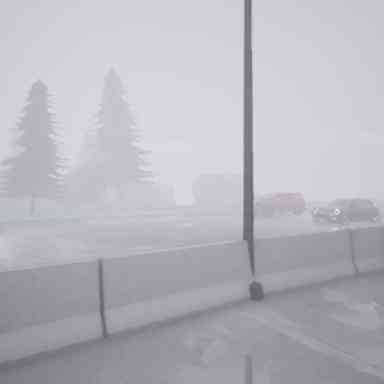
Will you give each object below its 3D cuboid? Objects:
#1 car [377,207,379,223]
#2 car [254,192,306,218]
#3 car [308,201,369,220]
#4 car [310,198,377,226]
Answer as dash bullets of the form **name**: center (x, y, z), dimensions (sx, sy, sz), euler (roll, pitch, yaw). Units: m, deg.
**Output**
- **car**: center (13.746, 1.204, 19.938), dimensions (4.553, 1.767, 2.097), euler (0, 0, -26)
- **car**: center (7.214, 1.052, 28.423), dimensions (5.566, 2.045, 2.150), euler (0, 0, -27)
- **car**: center (11.834, 1.424, 26.822), dimensions (4.718, 1.301, 1.895), euler (0, 0, -26)
- **car**: center (10.209, 1.205, 22.050), dimensions (4.553, 1.767, 2.097), euler (0, 0, -27)
